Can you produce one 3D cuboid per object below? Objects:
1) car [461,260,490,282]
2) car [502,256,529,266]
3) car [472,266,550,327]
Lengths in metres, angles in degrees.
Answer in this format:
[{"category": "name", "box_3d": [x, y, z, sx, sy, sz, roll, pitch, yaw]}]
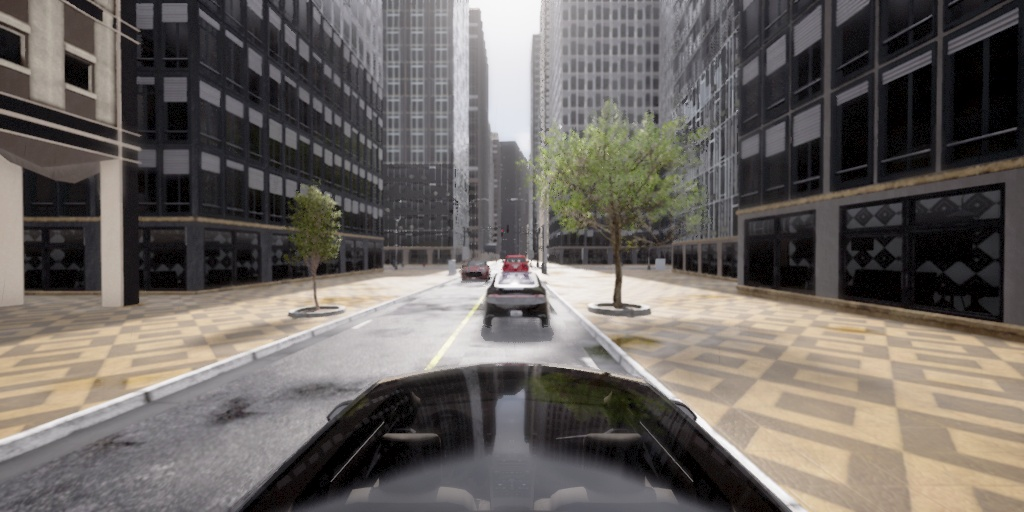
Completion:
[{"category": "car", "box_3d": [-2.890, 1.118, 29.556, 2.097, 1.767, 4.553, 0, 0, 1]}, {"category": "car", "box_3d": [0.305, 0.989, 30.931, 2.150, 2.045, 5.566, 0, 0, 0]}, {"category": "car", "box_3d": [0.143, 1.246, 11.592, 2.128, 1.511, 4.902, 0, 0, 1]}]
